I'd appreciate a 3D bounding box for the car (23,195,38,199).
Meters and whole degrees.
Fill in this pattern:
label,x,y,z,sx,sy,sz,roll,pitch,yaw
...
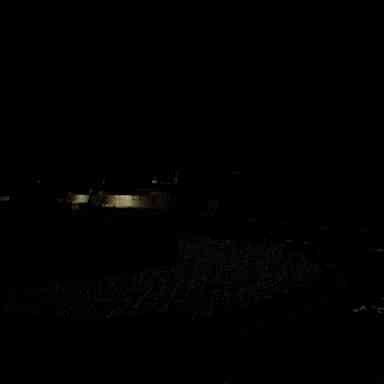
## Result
label,x,y,z,sx,sy,sz,roll,pitch,yaw
car,-38.298,1.390,79.475,2.033,1.411,5.357,0,0,-35

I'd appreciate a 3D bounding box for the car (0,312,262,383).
label,x,y,z,sx,sy,sz,roll,pitch,yaw
car,-1.917,1.548,1.579,5.357,1.411,2.033,0,0,-36
